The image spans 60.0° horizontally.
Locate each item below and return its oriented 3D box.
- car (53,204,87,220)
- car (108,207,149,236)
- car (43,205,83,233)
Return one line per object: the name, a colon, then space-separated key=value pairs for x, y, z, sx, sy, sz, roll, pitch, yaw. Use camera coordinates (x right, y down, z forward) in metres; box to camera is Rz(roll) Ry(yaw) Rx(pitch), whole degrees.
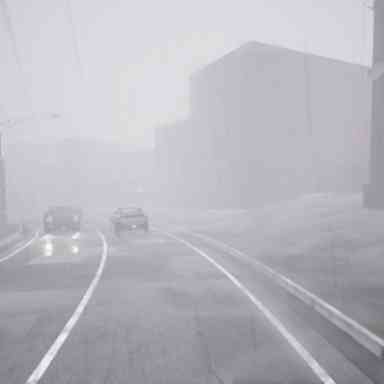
car: x=-13.912 y=2.251 z=37.685 sx=2.128 sy=1.511 sz=4.902 roll=-3 pitch=0 yaw=-38
car: x=-3.871 y=1.659 z=19.993 sx=2.128 sy=1.511 sz=4.902 roll=-1 pitch=-1 yaw=-19
car: x=-8.815 y=1.708 z=22.365 sx=2.097 sy=1.767 sz=4.553 roll=-2 pitch=-1 yaw=-25
